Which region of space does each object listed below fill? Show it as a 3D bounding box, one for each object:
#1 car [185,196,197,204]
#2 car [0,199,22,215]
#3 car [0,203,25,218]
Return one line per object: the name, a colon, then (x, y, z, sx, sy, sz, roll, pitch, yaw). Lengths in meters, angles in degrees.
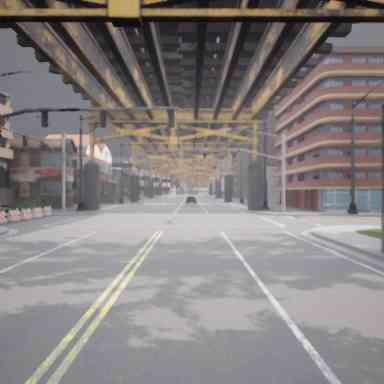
car: (-0.160, 1.432, 59.463, 1.837, 1.490, 4.892, 0, 0, 0)
car: (-16.885, 1.265, 27.926, 4.536, 1.218, 1.853, 0, 0, -20)
car: (-16.837, 1.423, 27.944, 4.974, 1.542, 2.038, 0, 0, -20)
